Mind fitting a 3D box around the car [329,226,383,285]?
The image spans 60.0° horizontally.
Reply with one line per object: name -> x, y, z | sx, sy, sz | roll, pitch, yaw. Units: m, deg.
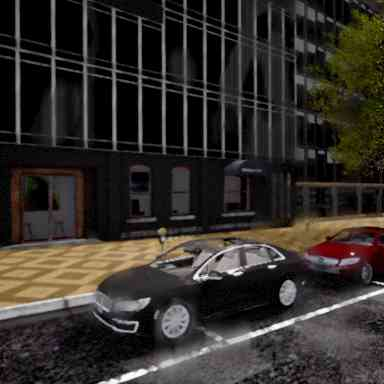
car -> 4.976, 1.679, 9.654 | 4.206, 1.307, 1.802 | 1, -1, -35

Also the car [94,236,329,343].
car -> 0.376, 1.590, 6.377 | 4.403, 1.369, 2.008 | 1, -1, -35
